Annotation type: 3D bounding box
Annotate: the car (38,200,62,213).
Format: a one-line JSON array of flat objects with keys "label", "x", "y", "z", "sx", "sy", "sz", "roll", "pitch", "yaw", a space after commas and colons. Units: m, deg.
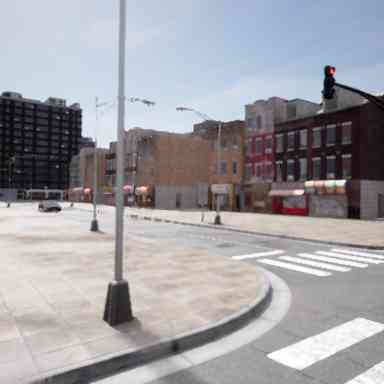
[{"label": "car", "x": -17.056, "y": 1.694, "z": 39.765, "sx": 2.033, "sy": 1.411, "sz": 5.357, "roll": 1, "pitch": -1, "yaw": -35}]
